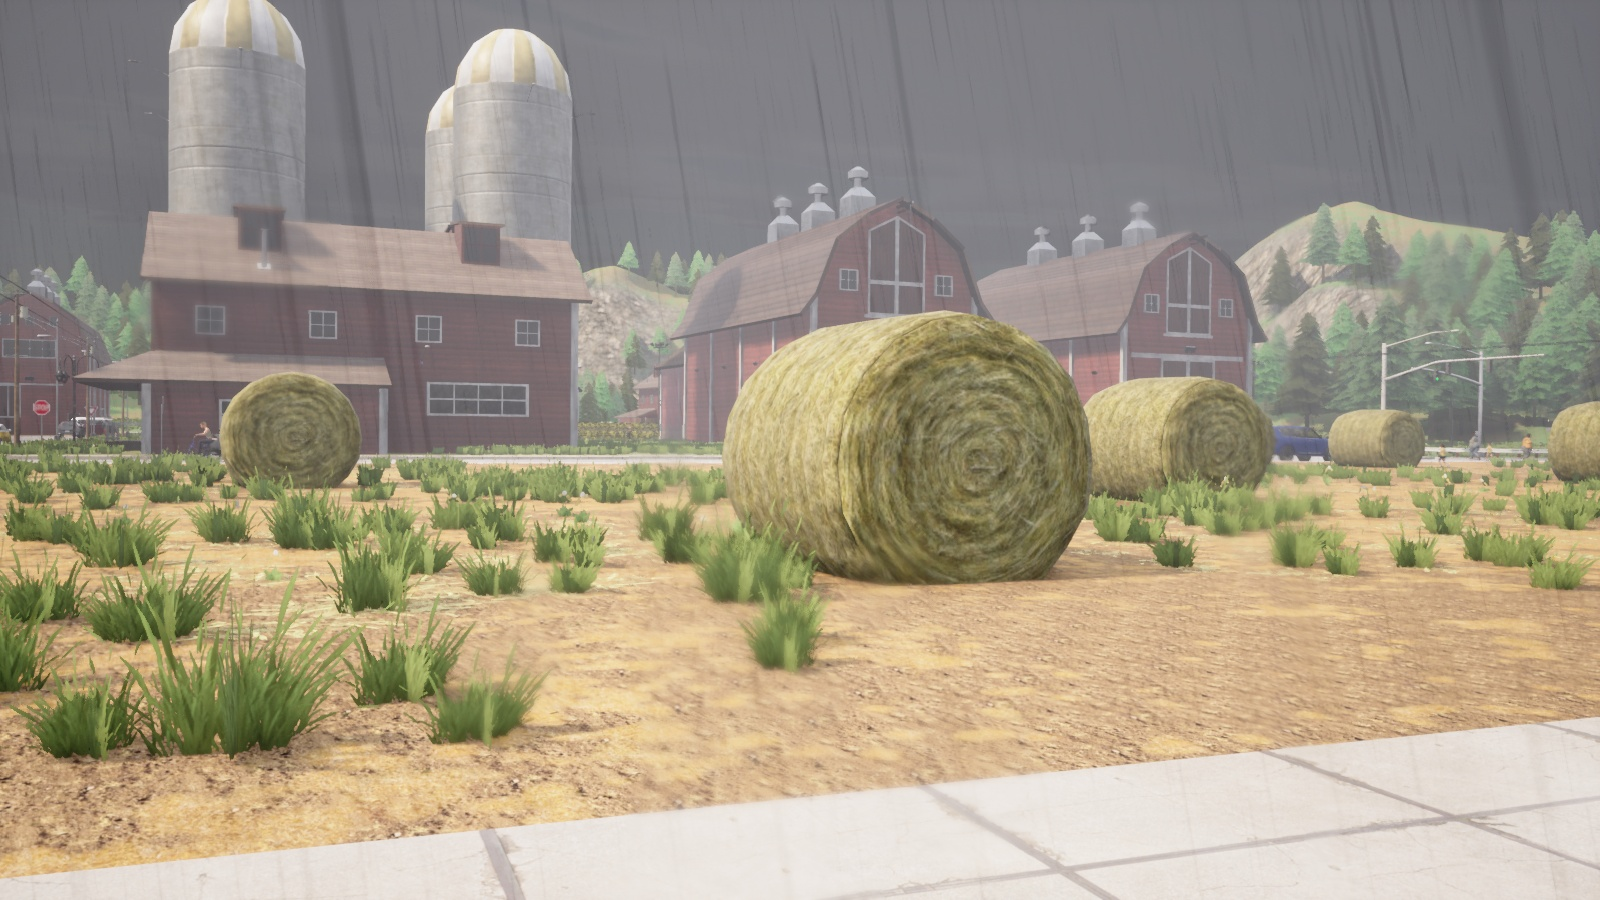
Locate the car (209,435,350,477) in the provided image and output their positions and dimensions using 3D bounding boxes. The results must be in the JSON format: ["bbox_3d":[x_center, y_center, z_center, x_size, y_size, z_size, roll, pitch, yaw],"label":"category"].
[{"bbox_3d":[-20.096,0.190,48.524,4.902,1.511,2.128,-1,1,-25],"label":"car"}]

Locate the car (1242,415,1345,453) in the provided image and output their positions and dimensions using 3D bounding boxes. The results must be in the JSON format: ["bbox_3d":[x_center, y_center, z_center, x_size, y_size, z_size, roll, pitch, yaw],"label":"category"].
[{"bbox_3d":[27.739,-0.922,70.534,5.566,2.045,2.150,-1,1,-25],"label":"car"}]

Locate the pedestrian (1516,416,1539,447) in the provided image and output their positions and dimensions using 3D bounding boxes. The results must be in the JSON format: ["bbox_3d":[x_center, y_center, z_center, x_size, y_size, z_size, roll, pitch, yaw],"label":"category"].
[{"bbox_3d":[44.339,-1.116,76.558,0.874,1.855,0.900,-1,1,-28],"label":"pedestrian"}]

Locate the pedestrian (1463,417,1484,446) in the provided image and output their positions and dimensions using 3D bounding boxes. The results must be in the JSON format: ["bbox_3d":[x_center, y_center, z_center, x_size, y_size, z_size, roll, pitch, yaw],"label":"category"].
[{"bbox_3d":[44.423,-1.219,82.796,0.874,1.855,0.900,-1,1,-27],"label":"pedestrian"}]
